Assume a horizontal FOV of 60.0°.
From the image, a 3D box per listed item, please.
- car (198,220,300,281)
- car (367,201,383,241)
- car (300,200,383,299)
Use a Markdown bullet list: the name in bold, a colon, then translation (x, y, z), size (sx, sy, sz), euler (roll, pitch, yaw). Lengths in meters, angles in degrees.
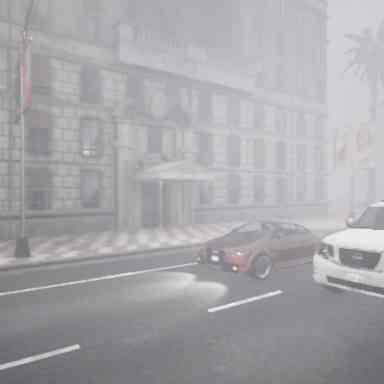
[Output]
- **car**: translation (2.212, 1.546, 9.894), size (4.181, 1.385, 1.994), euler (0, 0, -36)
- **car**: translation (10.573, 1.300, 15.859), size (4.553, 1.767, 2.097), euler (0, 0, -35)
- **car**: translation (5.174, 1.196, 7.719), size (5.566, 2.045, 2.150), euler (0, 0, -37)
